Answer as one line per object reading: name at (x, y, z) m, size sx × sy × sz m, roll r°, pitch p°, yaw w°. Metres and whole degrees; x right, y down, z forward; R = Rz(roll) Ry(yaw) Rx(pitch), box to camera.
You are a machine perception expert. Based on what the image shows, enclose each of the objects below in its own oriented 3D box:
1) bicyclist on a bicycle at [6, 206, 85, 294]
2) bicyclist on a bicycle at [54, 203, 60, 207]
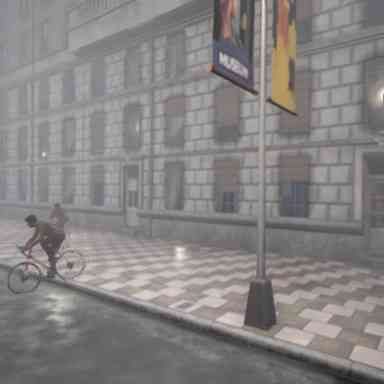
bicyclist on a bicycle at (-3.219, 1.284, 7.268) m, size 1.656 × 1.620 × 0.582 m, roll -11°, pitch 6°, yaw -36°
bicyclist on a bicycle at (-4.390, 1.181, 10.979) m, size 0.582 × 1.620 × 1.656 m, roll 1°, pitch 1°, yaw 2°
